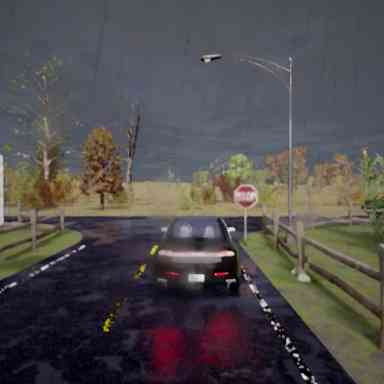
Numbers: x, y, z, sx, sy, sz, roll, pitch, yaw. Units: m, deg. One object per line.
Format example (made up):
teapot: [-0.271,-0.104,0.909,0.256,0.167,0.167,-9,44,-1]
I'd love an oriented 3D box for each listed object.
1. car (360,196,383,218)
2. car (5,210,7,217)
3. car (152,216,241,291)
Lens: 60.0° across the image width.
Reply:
car: [15.407,0.848,24.289,5.566,2.045,2.150,0,1,1]
car: [-14.646,1.244,21.771,4.674,1.442,1.812,0,1,1]
car: [0.150,1.369,8.666,2.128,1.511,4.902,0,1,2]
